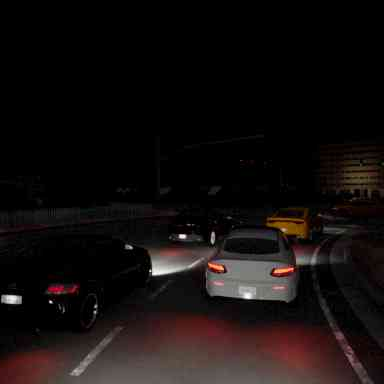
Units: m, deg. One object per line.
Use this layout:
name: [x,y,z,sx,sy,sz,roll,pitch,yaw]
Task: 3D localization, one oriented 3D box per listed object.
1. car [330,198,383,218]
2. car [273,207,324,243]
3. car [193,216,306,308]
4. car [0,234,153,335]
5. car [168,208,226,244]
car: [15.247,1.514,30.150,5.008,1.535,1.882,0,-1,15]
car: [5.190,1.478,16.452,1.882,1.535,5.008,0,0,30]
car: [1.514,1.526,7.937,1.812,1.442,4.674,0,0,14]
car: [-2.277,1.564,6.905,1.994,1.385,4.181,0,0,11]
car: [0.592,1.505,15.345,1.837,1.490,4.892,0,0,23]
